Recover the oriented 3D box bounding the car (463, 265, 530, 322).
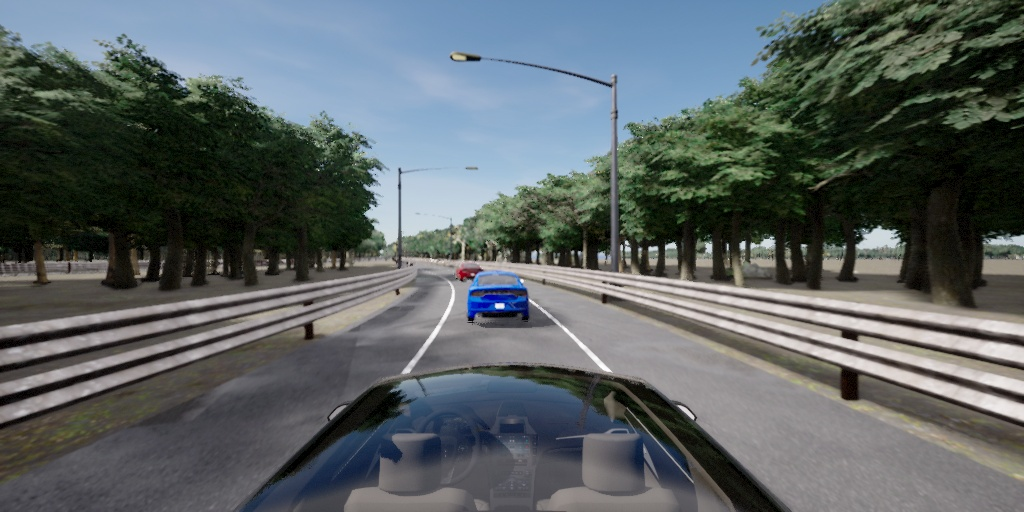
[{"bbox_3d":[-0.561,1.258,12.518,1.882,1.535,5.008,0,0,-5],"label":"car"}]

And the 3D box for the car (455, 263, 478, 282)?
[{"bbox_3d":[-3.681,1.303,30.381,1.882,1.535,5.008,0,0,-14],"label":"car"}]
